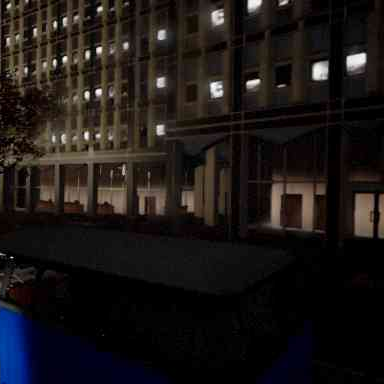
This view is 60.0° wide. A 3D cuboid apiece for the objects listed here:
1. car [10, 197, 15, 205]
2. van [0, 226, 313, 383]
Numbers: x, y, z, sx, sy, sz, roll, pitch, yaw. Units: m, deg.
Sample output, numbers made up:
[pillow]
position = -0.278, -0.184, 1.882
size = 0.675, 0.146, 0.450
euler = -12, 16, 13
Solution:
[car]
position = -27.250, 1.458, 52.628
size = 1.802, 1.307, 4.206
euler = 2, 1, 30
[van]
position = -0.827, 1.340, 3.442
size = 3.998, 1.788, 1.690
euler = 0, 1, 36
